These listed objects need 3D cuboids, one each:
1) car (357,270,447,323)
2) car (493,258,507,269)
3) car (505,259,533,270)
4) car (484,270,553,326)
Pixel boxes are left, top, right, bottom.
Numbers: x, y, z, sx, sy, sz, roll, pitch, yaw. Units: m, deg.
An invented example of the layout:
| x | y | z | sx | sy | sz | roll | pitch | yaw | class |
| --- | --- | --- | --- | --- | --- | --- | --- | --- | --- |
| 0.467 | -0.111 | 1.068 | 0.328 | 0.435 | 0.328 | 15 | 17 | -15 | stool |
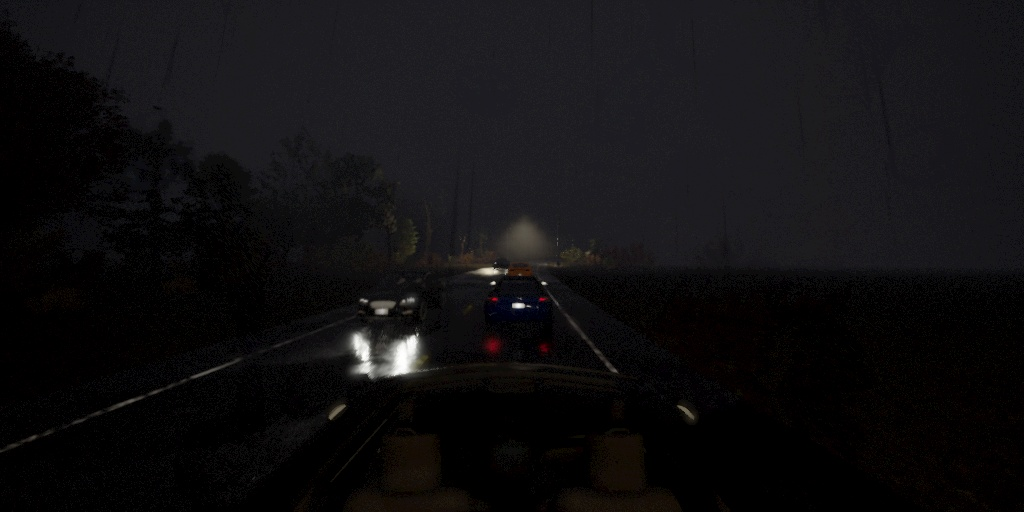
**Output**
| x | y | z | sx | sy | sz | roll | pitch | yaw | class |
| --- | --- | --- | --- | --- | --- | --- | --- | --- | --- |
| -3.483 | 1.240 | 12.161 | 2.128 | 1.511 | 4.902 | 0 | 0 | 1 | car |
| -1.546 | 1.087 | 53.814 | 2.097 | 1.767 | 4.553 | 0 | 0 | 5 | car |
| 0.674 | 1.226 | 28.494 | 1.882 | 1.535 | 5.008 | 0 | 0 | 2 | car |
| 0.207 | 1.315 | 11.700 | 1.994 | 1.385 | 4.181 | 0 | 0 | 1 | car |
